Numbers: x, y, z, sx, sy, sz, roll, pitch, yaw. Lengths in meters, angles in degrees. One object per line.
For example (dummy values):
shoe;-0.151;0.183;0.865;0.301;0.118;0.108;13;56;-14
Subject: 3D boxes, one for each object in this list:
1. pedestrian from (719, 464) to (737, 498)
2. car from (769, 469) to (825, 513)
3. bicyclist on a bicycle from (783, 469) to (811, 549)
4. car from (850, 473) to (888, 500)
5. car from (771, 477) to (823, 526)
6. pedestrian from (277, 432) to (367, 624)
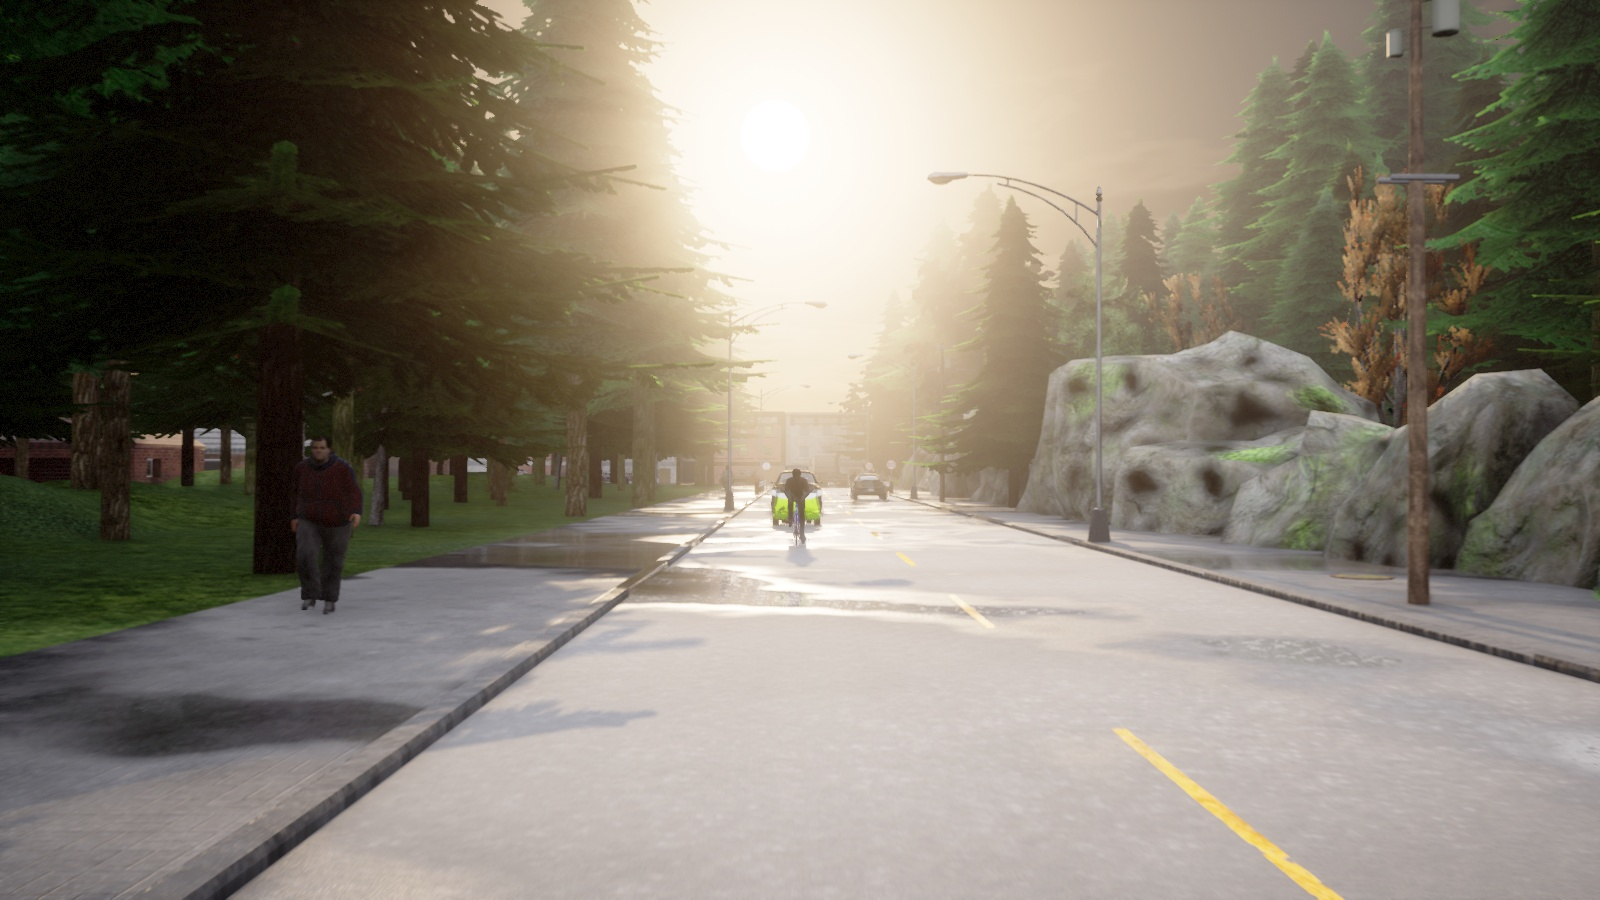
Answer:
pedestrian;-3.961;1.697;69.122;0.874;1.855;0.900;0;-1;8
car;-0.116;1.564;48.900;2.033;1.649;4.856;0;-1;0
bicyclist on a bicycle;-0.063;1.211;26.483;0.582;1.620;1.656;0;-1;0
car;3.834;2.004;70.406;1.812;1.442;4.674;0;-1;0
car;-0.086;1.479;36.433;1.481;1.376;2.207;0;-1;0
pedestrian;-4.750;0.753;12.523;0.634;1.844;0.899;0;-1;-7
